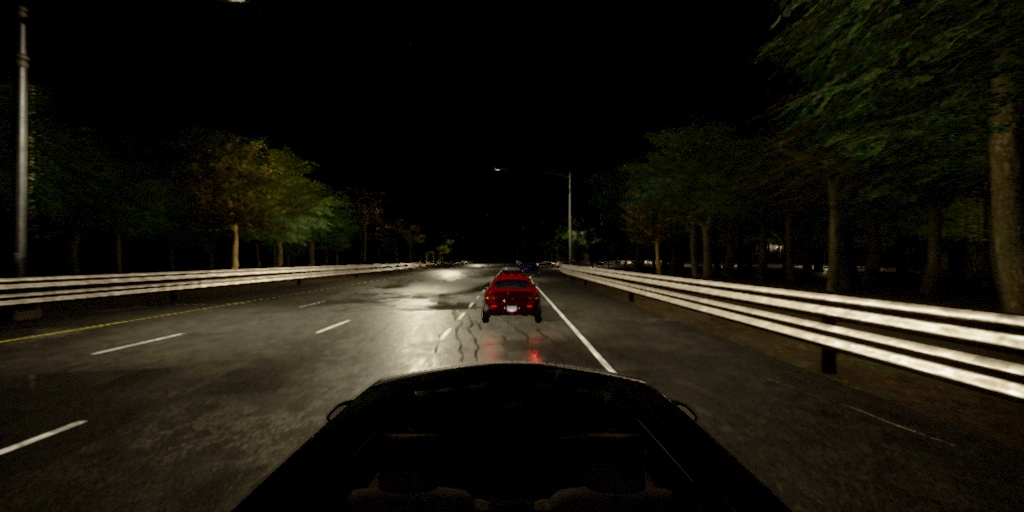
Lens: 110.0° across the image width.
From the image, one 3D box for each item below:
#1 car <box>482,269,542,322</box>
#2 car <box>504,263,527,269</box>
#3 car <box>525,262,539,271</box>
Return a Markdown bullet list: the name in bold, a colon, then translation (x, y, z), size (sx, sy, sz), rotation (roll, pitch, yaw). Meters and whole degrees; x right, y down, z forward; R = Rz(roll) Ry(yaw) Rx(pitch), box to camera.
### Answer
- **car**: translation (-0.002, 1.358, 12.552), size (1.812, 1.442, 4.674), rotation (0, 0, 0)
- **car**: translation (0.003, 1.515, 30.654), size (2.033, 1.411, 5.357), rotation (0, 0, 0)
- **car**: translation (2.712, 1.615, 53.401), size (1.882, 1.535, 5.008), rotation (0, -1, 14)
